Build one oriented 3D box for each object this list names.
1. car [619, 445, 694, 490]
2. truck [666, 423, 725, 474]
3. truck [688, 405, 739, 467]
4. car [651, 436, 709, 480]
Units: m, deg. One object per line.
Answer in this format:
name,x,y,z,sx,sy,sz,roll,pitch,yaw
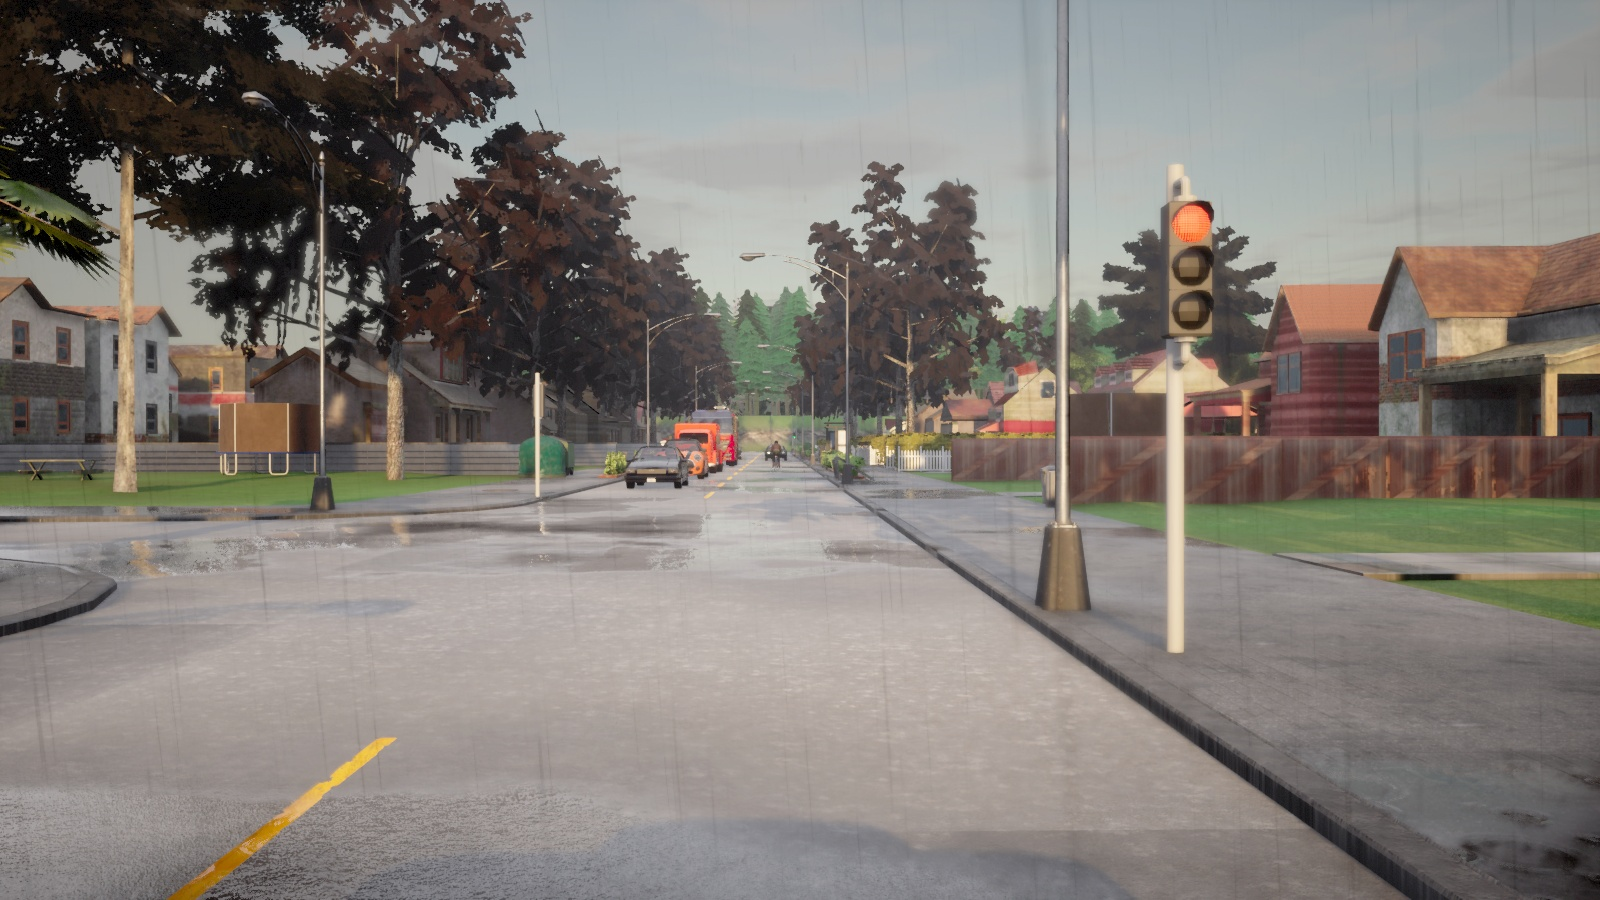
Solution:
car,-4.789,0.549,42.690,2.033,1.411,5.357,0,0,-1
truck,-5.189,-0.109,63.080,2.627,2.467,5.204,0,1,-1
truck,-5.552,-0.883,81.517,2.891,3.827,8.468,0,0,-1
car,-4.985,0.303,52.843,2.097,1.767,4.553,0,0,-1
